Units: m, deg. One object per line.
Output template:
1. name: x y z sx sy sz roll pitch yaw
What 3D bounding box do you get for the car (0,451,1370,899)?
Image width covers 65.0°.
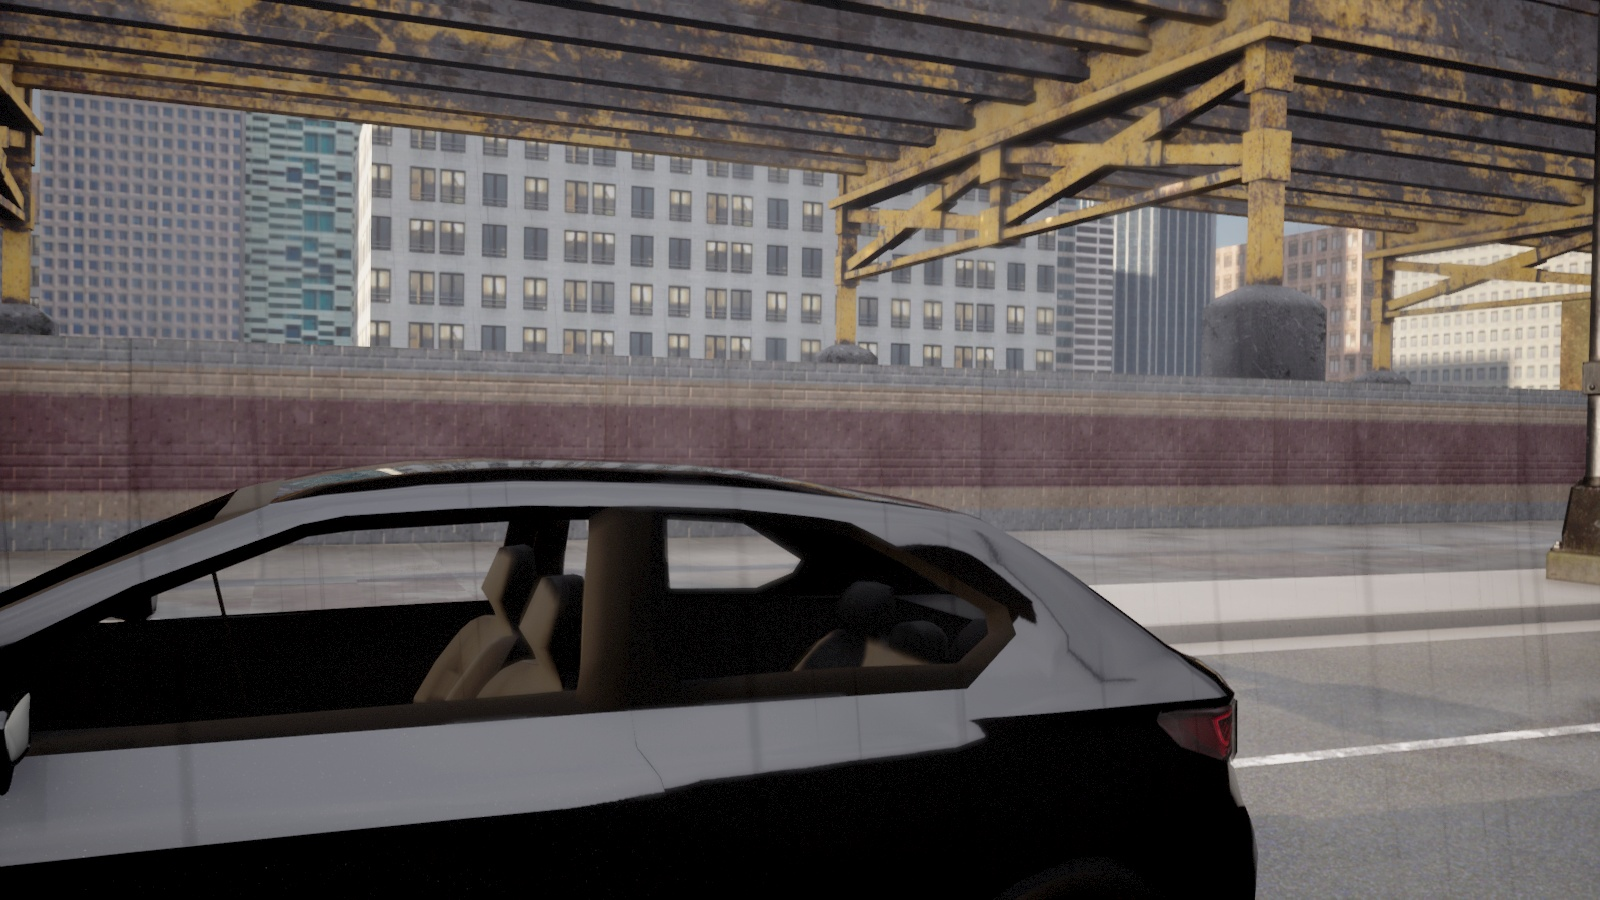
1. car: -1.041 0.779 2.844 4.193 1.474 1.816 -1 1 -21
